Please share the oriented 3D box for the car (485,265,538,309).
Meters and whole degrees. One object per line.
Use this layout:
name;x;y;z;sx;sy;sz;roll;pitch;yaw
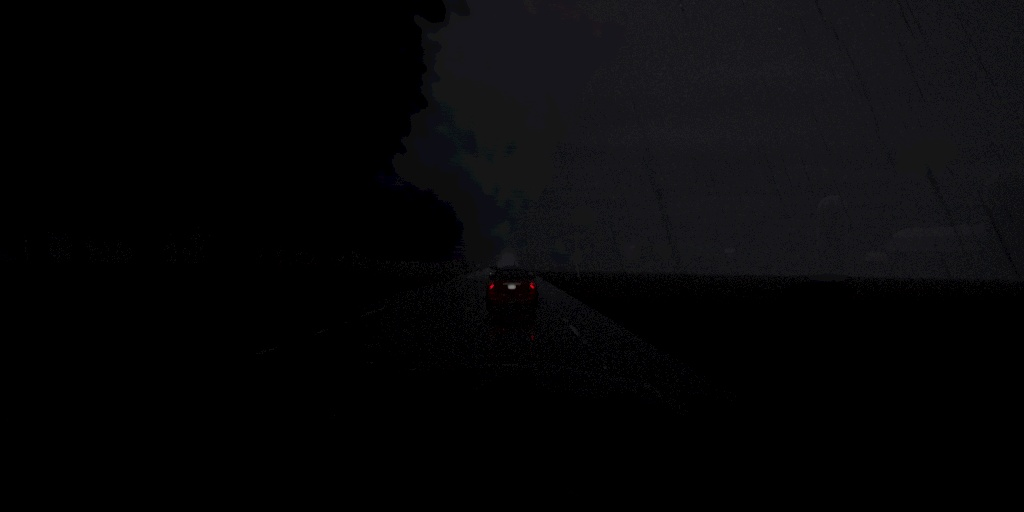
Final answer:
car;0.000;1.250;15.922;2.097;1.767;4.553;0;-1;0
